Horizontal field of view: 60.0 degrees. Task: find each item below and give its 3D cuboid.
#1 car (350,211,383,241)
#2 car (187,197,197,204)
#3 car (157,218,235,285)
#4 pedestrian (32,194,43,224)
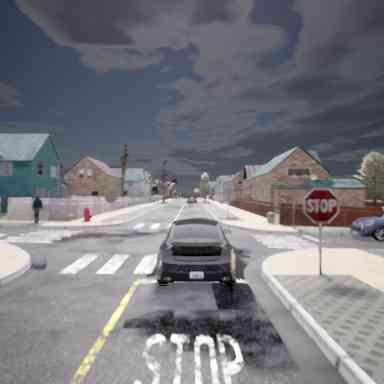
[{"bbox_3d":[10.967,1.660,17.743,4.553,1.767,2.097,1,-1,1],"label":"car"},{"bbox_3d":[0.001,1.705,69.656,1.994,1.385,4.181,0,0,0],"label":"car"},{"bbox_3d":[0.100,1.509,9.452,1.837,1.490,4.892,0,0,0],"label":"car"},{"bbox_3d":[-9.628,1.031,20.614,0.375,1.860,0.375,0,-2,0],"label":"pedestrian"}]
